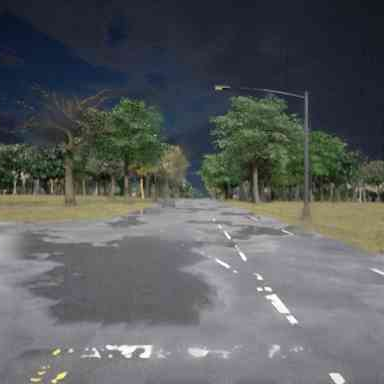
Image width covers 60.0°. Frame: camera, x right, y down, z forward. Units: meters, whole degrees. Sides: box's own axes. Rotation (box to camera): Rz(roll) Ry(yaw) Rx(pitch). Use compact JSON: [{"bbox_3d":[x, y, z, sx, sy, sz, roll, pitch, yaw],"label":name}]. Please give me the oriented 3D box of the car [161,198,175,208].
[{"bbox_3d":[-3.464,1.610,49.474,1.837,1.490,4.892,0,0,0],"label":"car"}]
